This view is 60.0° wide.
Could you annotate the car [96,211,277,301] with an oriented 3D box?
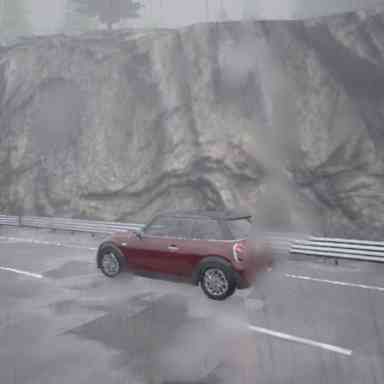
[{"bbox_3d":[-0.313,1.277,8.375,4.553,1.767,2.097,0,1,34],"label":"car"}]
